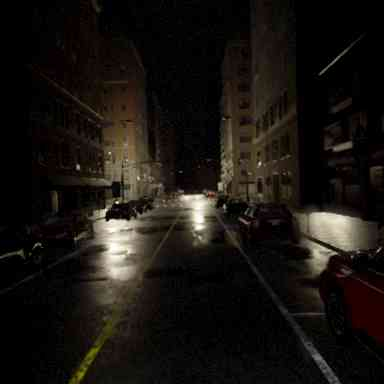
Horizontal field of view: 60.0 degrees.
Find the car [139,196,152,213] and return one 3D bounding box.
[{"bbox_3d":[-5.184,1.368,30.706,1.802,1.307,4.206,-2,1,1],"label":"car"}]

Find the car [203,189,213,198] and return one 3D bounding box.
[{"bbox_3d":[3.985,0.440,73.161,1.967,1.590,4.097,-2,1,1],"label":"car"}]

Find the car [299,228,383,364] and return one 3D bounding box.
[{"bbox_3d":[2.928,1.179,3.074,2.192,1.841,5.009,-2,1,1],"label":"car"}]

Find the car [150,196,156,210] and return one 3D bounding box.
[{"bbox_3d":[-5.108,1.156,36.205,1.967,1.590,4.097,-2,1,1],"label":"car"}]

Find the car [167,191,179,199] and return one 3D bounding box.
[{"bbox_3d":[-4.529,0.858,73.303,1.802,1.307,4.206,-2,1,1],"label":"car"}]

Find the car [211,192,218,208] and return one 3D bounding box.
[{"bbox_3d":[3.416,1.006,36.079,1.947,1.339,4.313,-2,1,1],"label":"car"}]

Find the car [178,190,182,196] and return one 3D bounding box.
[{"bbox_3d":[-4.353,0.708,84.117,2.008,1.369,4.403,-2,1,1],"label":"car"}]

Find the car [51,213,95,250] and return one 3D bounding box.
[{"bbox_3d":[-5.423,1.579,14.206,1.802,1.307,4.206,-2,1,1],"label":"car"}]

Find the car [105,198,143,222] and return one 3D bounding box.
[{"bbox_3d":[-5.264,1.422,25.206,1.947,1.339,4.313,-2,1,1],"label":"car"}]

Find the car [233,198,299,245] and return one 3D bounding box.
[{"bbox_3d":[3.092,1.161,14.076,1.967,1.590,4.097,-2,1,1],"label":"car"}]

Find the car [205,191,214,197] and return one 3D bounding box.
[{"bbox_3d":[4.079,0.463,78.740,1.752,1.417,4.829,-2,1,1],"label":"car"}]

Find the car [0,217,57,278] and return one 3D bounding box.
[{"bbox_3d":[-5.503,1.634,8.705,1.947,1.339,4.313,-2,1,1],"label":"car"}]

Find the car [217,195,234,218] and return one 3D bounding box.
[{"bbox_3d":[3.255,1.131,25.079,2.008,1.369,4.403,-2,1,1],"label":"car"}]
